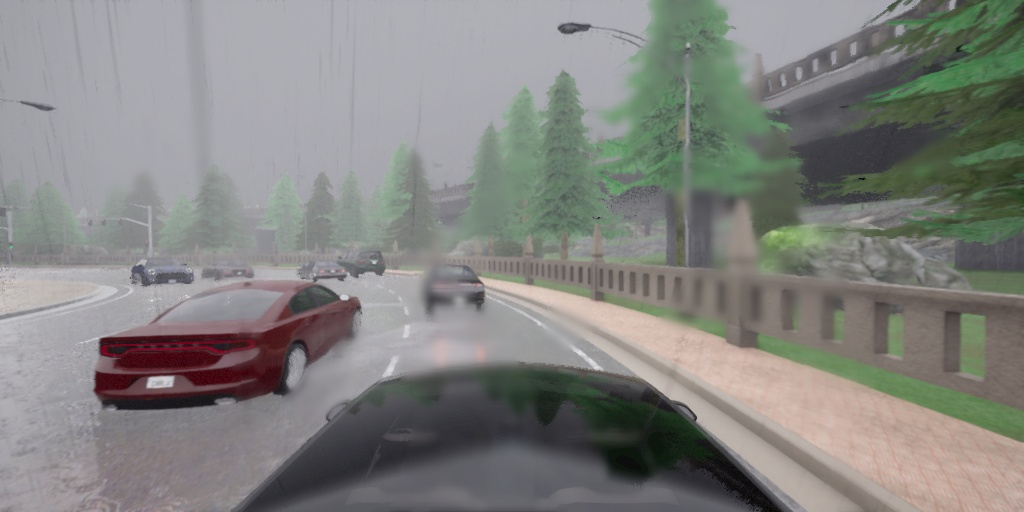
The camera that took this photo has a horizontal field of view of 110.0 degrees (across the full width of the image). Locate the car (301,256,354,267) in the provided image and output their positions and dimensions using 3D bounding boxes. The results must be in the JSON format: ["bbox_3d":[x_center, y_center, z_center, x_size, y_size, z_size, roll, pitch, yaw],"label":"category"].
[{"bbox_3d":[-12.662,0.965,23.780,2.033,1.411,5.357,-1,1,-43],"label":"car"}]

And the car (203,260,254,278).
[{"bbox_3d":[-19.513,0.999,24.745,4.181,1.385,1.994,0,1,35],"label":"car"}]

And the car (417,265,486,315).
[{"bbox_3d":[-2.253,1.054,12.757,2.128,1.511,4.902,-1,1,-18],"label":"car"}]

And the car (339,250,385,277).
[{"bbox_3d":[-11.931,0.562,27.833,5.566,2.045,2.150,1,1,43],"label":"car"}]

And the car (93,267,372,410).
[{"bbox_3d":[-4.168,1.165,6.353,1.882,1.535,5.008,0,1,-8],"label":"car"}]

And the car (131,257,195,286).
[{"bbox_3d":[-21.071,0.851,21.616,4.553,1.767,2.097,0,1,35],"label":"car"}]
